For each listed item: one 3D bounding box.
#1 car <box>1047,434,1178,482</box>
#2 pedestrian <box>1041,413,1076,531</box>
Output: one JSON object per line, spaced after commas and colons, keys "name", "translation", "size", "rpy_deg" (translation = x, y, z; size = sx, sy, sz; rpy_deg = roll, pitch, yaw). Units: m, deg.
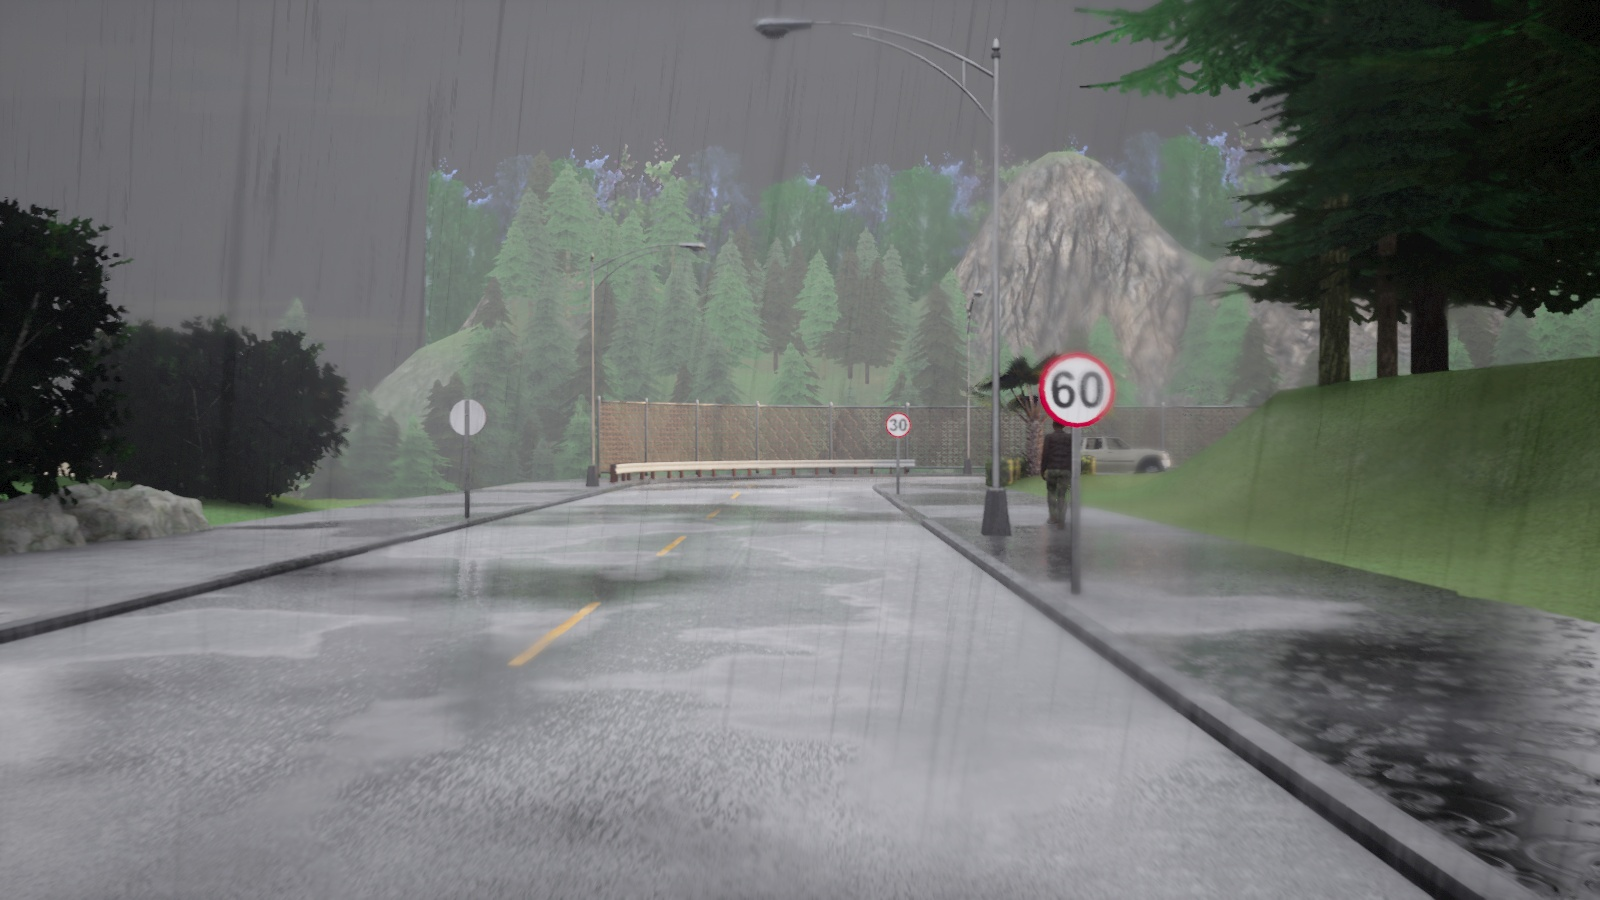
{"name": "car", "translation": [12.127, 0.297, 48.951], "size": [4.605, 1.855, 1.932], "rpy_deg": [0, 0, -1]}
{"name": "pedestrian", "translation": [4.108, 0.347, 20.000], "size": [0.431, 1.840, 0.703], "rpy_deg": [0, 0, 2]}
